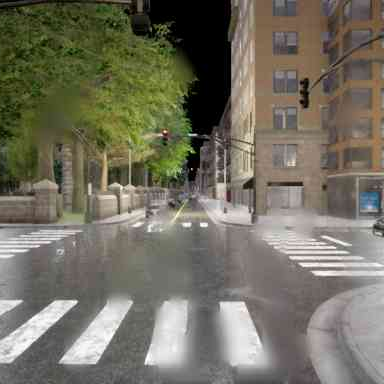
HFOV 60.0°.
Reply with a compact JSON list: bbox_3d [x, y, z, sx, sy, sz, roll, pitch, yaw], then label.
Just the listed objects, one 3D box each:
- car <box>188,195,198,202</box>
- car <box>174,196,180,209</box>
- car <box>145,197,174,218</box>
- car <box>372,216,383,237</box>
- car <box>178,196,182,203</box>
[{"bbox_3d":[0.205,1.425,70.737,1.812,1.442,4.674,0,0,0],"label":"car"},{"bbox_3d":[-2.998,1.556,43.214,1.895,1.301,4.718,0,0,0],"label":"car"},{"bbox_3d":[-3.017,1.472,29.781,2.128,1.511,4.902,0,0,0],"label":"car"},{"bbox_3d":[11.004,1.366,15.548,4.553,1.767,2.097,0,0,0],"label":"car"},{"bbox_3d":[-2.853,1.460,64.379,2.033,1.411,5.357,0,0,0],"label":"car"}]
